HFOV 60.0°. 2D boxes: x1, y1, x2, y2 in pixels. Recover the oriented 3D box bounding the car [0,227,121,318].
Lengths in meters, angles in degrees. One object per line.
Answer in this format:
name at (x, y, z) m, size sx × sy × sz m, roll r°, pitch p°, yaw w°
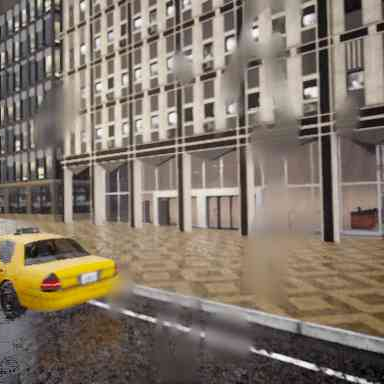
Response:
car at (-3.961, 1.597, 7.700) m, size 5.366 × 1.575 × 1.801 m, roll -1°, pitch -1°, yaw 37°
